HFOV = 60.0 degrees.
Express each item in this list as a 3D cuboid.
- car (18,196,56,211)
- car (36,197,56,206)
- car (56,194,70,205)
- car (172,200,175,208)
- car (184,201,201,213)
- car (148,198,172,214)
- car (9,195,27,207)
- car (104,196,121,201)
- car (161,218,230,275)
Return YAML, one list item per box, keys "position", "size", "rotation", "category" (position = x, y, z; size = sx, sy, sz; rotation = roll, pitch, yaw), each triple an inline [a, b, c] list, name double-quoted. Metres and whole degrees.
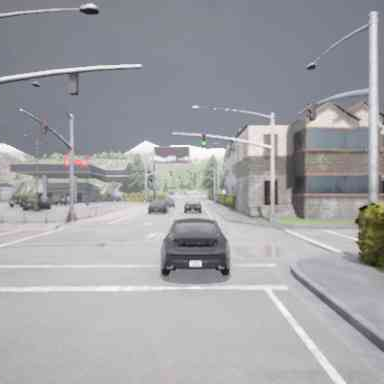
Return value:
- position: [-18.925, 1.559, 40.778]
  size: [2.007, 1.523, 4.514]
  rotation: [0, 0, 0]
  category: "car"
- position: [-25.956, 1.653, 59.249]
  size: [1.970, 1.475, 3.806]
  rotation: [0, 0, 0]
  category: "car"
- position: [-22.630, 1.368, 58.647]
  size: [1.905, 1.878, 3.866]
  rotation: [0, 0, 0]
  category: "car"
- position: [-3.574, 1.647, 49.662]
  size: [1.994, 1.385, 4.181]
  rotation: [0, 0, 0]
  category: "car"
- position: [0.098, 1.665, 38.551]
  size: [1.895, 1.301, 4.718]
  rotation: [0, 0, 0]
  category: "car"
- position: [-3.593, 1.538, 36.008]
  size: [1.882, 1.535, 5.008]
  rotation: [0, 0, 0]
  category: "car"
- position: [-25.894, 1.375, 50.770]
  size: [1.932, 1.855, 4.605]
  rotation: [0, 0, 0]
  category: "car"
- position: [-22.177, 1.828, 92.648]
  size: [4.611, 1.667, 2.242]
  rotation: [0, 0, 0]
  category: "car"
- position: [0.093, 1.585, 10.458]
  size: [1.837, 1.490, 4.892]
  rotation: [0, -2, 0]
  category: "car"
